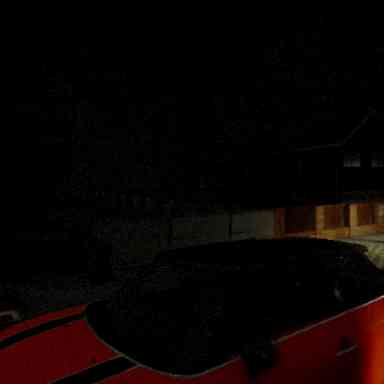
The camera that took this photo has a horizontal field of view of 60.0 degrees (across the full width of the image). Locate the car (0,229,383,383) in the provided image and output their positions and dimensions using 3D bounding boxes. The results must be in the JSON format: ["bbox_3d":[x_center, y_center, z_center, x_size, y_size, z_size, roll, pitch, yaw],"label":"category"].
[{"bbox_3d":[0.231,1.335,3.173,4.553,1.767,2.097,-1,0,-35],"label":"car"}]
